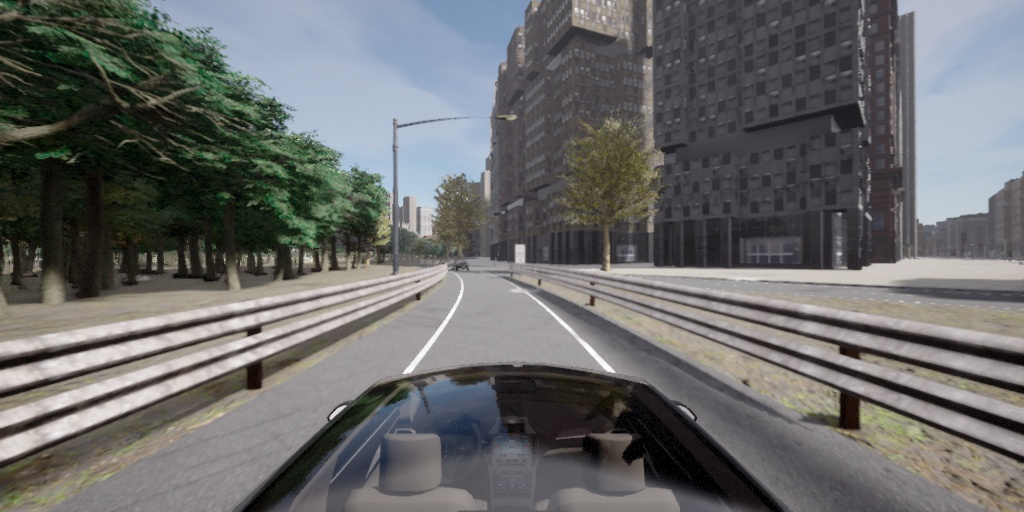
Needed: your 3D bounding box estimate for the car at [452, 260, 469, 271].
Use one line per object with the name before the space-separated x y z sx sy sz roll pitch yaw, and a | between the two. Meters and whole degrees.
car | -7.263 1.271 50.111 1.837 1.490 4.892 0 0 -18
